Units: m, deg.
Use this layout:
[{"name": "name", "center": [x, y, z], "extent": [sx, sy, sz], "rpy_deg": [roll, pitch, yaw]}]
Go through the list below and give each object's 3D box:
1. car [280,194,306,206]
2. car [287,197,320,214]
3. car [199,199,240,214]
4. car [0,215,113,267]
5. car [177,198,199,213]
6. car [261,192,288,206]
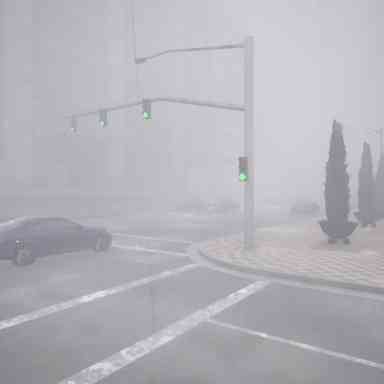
[{"name": "car", "center": [16.354, 1.487, 52.876], "extent": [2.128, 1.511, 4.902], "rpy_deg": [0, 0, 36]}, {"name": "car", "center": [11.949, 1.565, 34.819], "extent": [1.994, 1.385, 4.181], "rpy_deg": [0, 0, 36]}, {"name": "car", "center": [3.247, 1.485, 34.898], "extent": [2.128, 1.511, 4.902], "rpy_deg": [0, 0, 36]}, {"name": "car", "center": [-4.926, 1.528, 11.476], "extent": [1.812, 1.442, 4.674], "rpy_deg": [0, 0, 36]}, {"name": "car", "center": [0.312, 1.497, 36.813], "extent": [1.837, 1.490, 4.892], "rpy_deg": [0, 0, 36]}, {"name": "car", "center": [13.629, 1.343, 55.077], "extent": [2.097, 1.767, 4.553], "rpy_deg": [0, 0, 36]}]
